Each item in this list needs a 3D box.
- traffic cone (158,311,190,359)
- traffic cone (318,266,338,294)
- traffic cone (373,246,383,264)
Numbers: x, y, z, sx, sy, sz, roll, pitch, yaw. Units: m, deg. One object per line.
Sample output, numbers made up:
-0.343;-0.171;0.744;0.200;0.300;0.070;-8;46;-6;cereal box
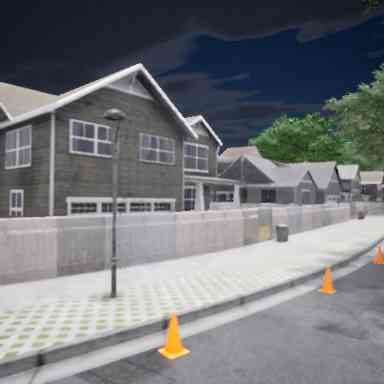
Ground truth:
-0.258;2.023;4.821;0.340;0.580;0.340;1;-1;-39;traffic cone
3.279;2.089;8.013;0.340;0.580;0.340;1;-1;-45;traffic cone
6.499;2.157;11.524;0.340;0.580;0.340;0;-1;40;traffic cone
